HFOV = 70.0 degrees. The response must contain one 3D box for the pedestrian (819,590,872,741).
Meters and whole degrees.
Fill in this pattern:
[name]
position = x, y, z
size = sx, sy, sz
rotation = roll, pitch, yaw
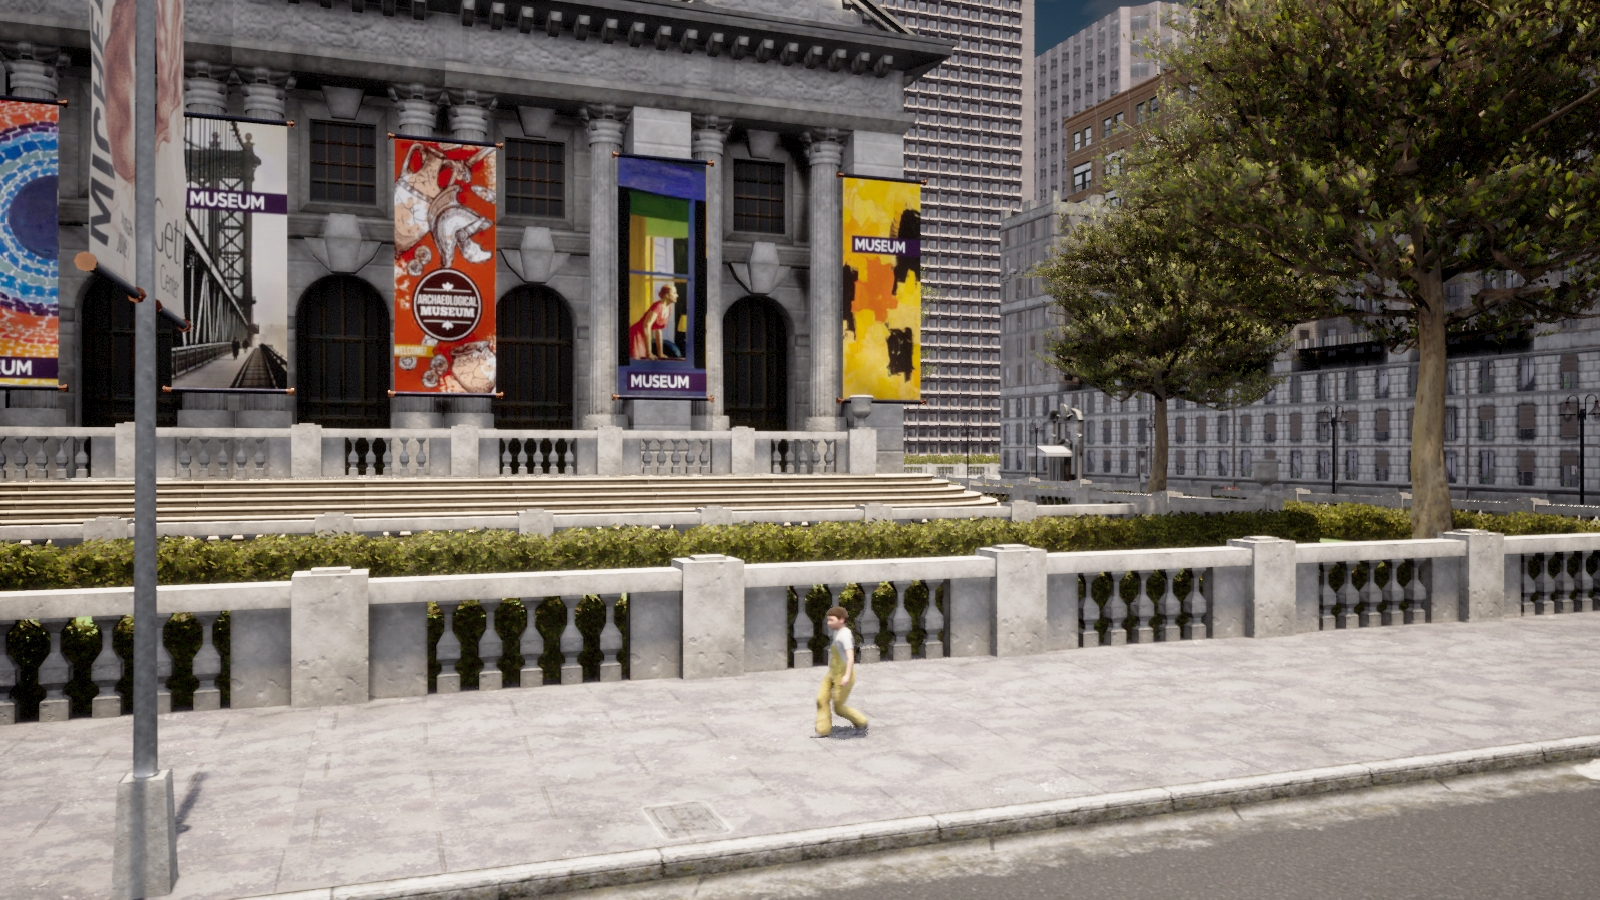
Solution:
[pedestrian]
position = 0.420, 1.976, 10.549
size = 0.375, 1.300, 0.375
rotation = 0, 0, -20
